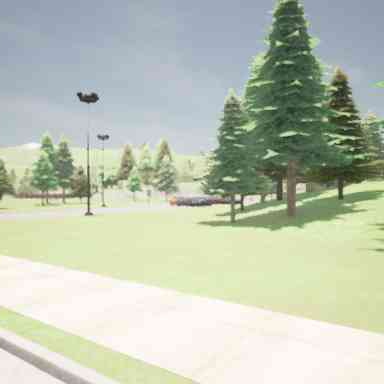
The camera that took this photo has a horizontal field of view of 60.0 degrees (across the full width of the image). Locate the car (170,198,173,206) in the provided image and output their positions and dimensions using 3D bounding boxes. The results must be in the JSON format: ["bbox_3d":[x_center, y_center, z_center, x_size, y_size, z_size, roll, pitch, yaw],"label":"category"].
[{"bbox_3d":[-2.072,1.640,61.965,2.097,1.767,4.553,-1,0,37],"label":"car"}]

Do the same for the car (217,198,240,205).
[{"bbox_3d":[7.286,1.836,62.996,1.895,1.301,4.718,-1,0,36],"label":"car"}]

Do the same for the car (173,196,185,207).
[{"bbox_3d":[-0.607,1.614,58.034,2.097,1.767,4.553,-1,0,37],"label":"car"}]

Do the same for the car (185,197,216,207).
[{"bbox_3d":[1.395,1.836,54.833,1.895,1.301,4.718,-1,0,37],"label":"car"}]

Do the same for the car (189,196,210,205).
[{"bbox_3d":[1.595,1.641,67.075,2.097,1.767,4.553,-1,0,36],"label":"car"}]
